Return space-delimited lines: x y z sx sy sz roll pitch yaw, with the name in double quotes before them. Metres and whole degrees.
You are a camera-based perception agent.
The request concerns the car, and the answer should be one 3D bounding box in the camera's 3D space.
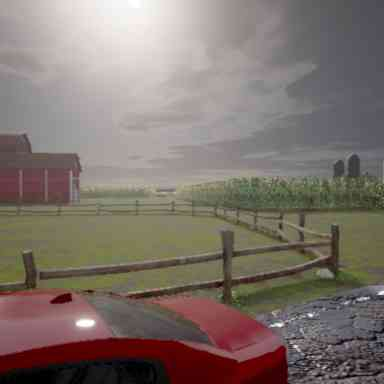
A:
"car" -1.576 1.469 1.841 5.008 1.535 1.882 0 0 -35
